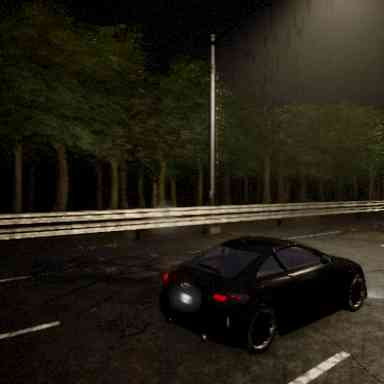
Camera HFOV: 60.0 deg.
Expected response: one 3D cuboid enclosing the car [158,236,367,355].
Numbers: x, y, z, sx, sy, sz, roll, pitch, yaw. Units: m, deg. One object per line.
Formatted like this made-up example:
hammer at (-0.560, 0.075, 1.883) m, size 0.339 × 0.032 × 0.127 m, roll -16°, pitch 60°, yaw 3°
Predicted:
car at (1.468, 1.534, 6.150) m, size 4.181 × 1.385 × 1.994 m, roll 0°, pitch 1°, yaw -39°
